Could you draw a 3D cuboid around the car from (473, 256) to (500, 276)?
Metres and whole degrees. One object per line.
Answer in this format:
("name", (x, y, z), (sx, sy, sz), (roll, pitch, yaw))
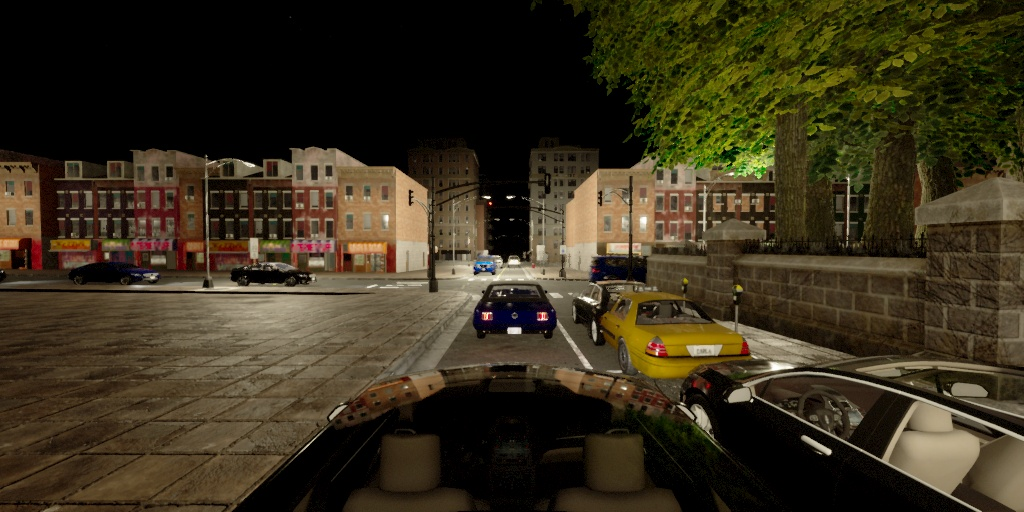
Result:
("car", (-2.758, 0.982, 37.573), (2.150, 2.045, 5.566), (0, 0, 0))

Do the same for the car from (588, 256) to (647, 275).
("car", (7.601, 1.023, 22.590), (5.566, 2.045, 2.150), (0, 2, 2))

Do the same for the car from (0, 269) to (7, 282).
("car", (-35.283, 0.970, 22.768), (4.674, 1.442, 1.812), (1, 1, 1))

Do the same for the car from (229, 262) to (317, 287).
("car", (-15.035, 1.160, 22.721), (4.902, 1.511, 2.128), (1, 1, 0))

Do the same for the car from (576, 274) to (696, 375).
("car", (2.684, 1.274, 7.289), (1.751, 1.417, 4.829), (0, 0, 0))

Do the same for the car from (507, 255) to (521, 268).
("car", (0.379, 1.012, 63.734), (2.150, 2.045, 5.566), (0, 0, 0))

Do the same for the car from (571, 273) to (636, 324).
("car", (2.658, 1.299, 9.262), (2.007, 1.370, 4.403), (0, 0, 0))

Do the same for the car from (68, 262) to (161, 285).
("car", (-25.140, 1.084, 22.740), (4.674, 1.442, 1.812), (1, 1, 0))

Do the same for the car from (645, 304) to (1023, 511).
("car", (2.637, 1.300, 2.127), (2.007, 1.370, 4.403), (0, 0, 0))

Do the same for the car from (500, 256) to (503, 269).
("car", (-2.612, 1.000, 56.278), (2.150, 2.045, 5.566), (0, 0, 1))

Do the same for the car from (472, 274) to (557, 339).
("car", (0.072, 1.349, 10.066), (1.895, 1.301, 4.718), (0, 0, 0))
